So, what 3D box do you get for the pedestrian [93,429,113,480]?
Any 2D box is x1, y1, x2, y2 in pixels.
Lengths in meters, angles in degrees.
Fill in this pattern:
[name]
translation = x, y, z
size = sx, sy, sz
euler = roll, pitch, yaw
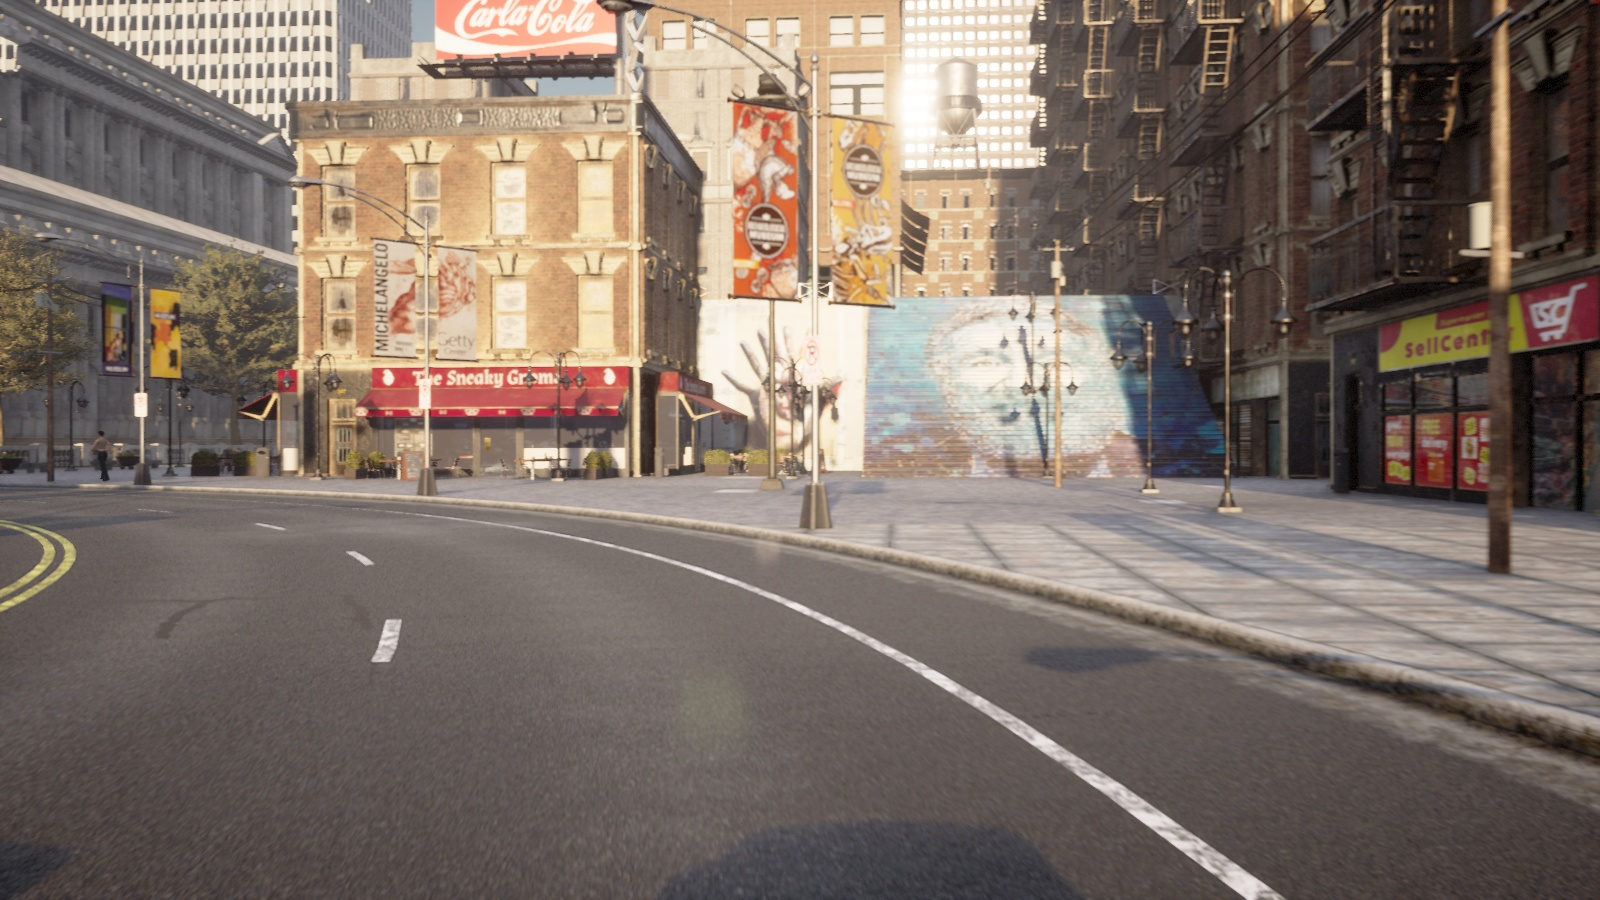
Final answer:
[pedestrian]
translation = -25.166, 0.154, 45.344
size = 0.594, 1.836, 0.345
euler = 0, 0, 22
